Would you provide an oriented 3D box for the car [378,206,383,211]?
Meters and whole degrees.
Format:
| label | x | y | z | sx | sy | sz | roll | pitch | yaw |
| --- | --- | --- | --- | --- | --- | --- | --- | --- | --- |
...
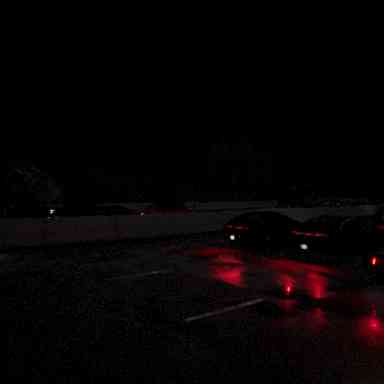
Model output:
| label | x | y | z | sx | sy | sz | roll | pitch | yaw |
| --- | --- | --- | --- | --- | --- | --- | --- | --- | --- |
| car | 16.261 | 1.796 | 26.567 | 5.008 | 1.535 | 1.882 | 1 | -1 | -43 |

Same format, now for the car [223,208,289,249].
| label | x | y | z | sx | sy | sz | roll | pitch | yaw |
| --- | --- | --- | --- | --- | --- | --- | --- | --- | --- |
| car | 3.583 | 1.658 | 15.438 | 4.892 | 1.490 | 1.837 | 0 | 0 | -39 |

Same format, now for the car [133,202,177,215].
| label | x | y | z | sx | sy | sz | roll | pitch | yaw |
| --- | --- | --- | --- | --- | --- | --- | --- | --- | --- |
| car | -2.317 | 1.545 | 24.373 | 4.553 | 1.767 | 2.097 | 1 | -1 | -39 |

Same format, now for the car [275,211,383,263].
| label | x | y | z | sx | sy | sz | roll | pitch | yaw |
| --- | --- | --- | --- | --- | --- | --- | --- | --- | --- |
| car | 5.627 | 1.631 | 12.597 | 4.902 | 1.511 | 2.128 | 1 | -1 | -39 |

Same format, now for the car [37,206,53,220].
| label | x | y | z | sx | sy | sz | roll | pitch | yaw |
| --- | --- | --- | --- | --- | --- | --- | --- | --- | --- |
| car | -9.802 | 1.527 | 27.294 | 4.553 | 1.767 | 2.097 | 1 | -1 | -38 |

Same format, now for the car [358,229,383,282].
| label | x | y | z | sx | sy | sz | roll | pitch | yaw |
| --- | --- | --- | --- | --- | --- | --- | --- | --- | --- |
| car | 6.577 | 1.714 | 8.869 | 4.718 | 1.301 | 1.895 | 1 | -1 | -38 |

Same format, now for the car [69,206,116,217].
| label | x | y | z | sx | sy | sz | roll | pitch | yaw |
| --- | --- | --- | --- | --- | --- | --- | --- | --- | --- |
| car | -6.524 | 1.727 | 25.459 | 5.357 | 1.411 | 2.033 | 1 | -1 | -35 |
